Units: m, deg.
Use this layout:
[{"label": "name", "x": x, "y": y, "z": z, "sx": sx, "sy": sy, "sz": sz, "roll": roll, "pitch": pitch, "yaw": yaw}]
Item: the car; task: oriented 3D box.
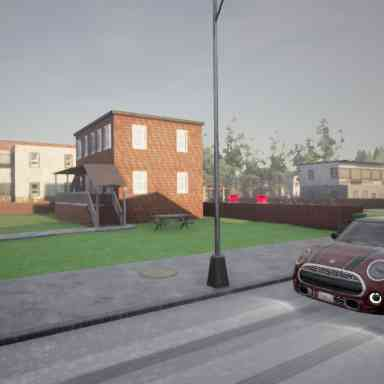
[{"label": "car", "x": 4.363, "y": 1.351, "z": 7.437, "sx": 4.553, "sy": 1.767, "sz": 2.097, "roll": 0, "pitch": 0, "yaw": -33}]
